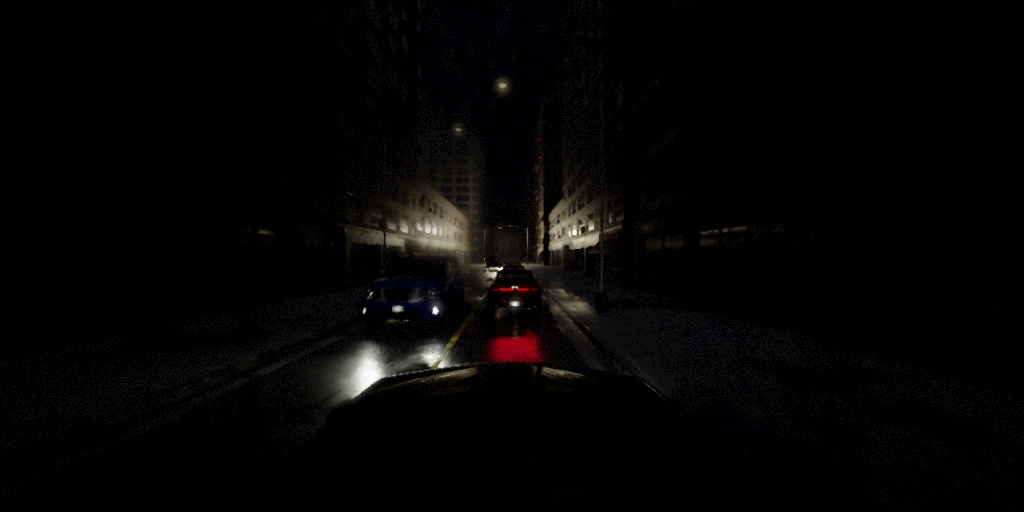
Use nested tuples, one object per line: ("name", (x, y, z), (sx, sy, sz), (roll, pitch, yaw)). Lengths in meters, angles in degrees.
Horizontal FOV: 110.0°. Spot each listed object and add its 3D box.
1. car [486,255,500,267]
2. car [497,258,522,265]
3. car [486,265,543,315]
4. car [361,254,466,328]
("car", (-2.788, 0.894, 55.209), (2.150, 2.045, 5.566), (0, 0, 1))
("car", (0.109, 1.192, 31.124), (2.128, 1.511, 4.902), (0, 0, 0))
("car", (0.104, 1.232, 13.422), (1.837, 1.490, 4.892), (0, 0, 0))
("car", (-2.848, 0.954, 11.689), (2.150, 2.045, 5.566), (0, 0, 0))
